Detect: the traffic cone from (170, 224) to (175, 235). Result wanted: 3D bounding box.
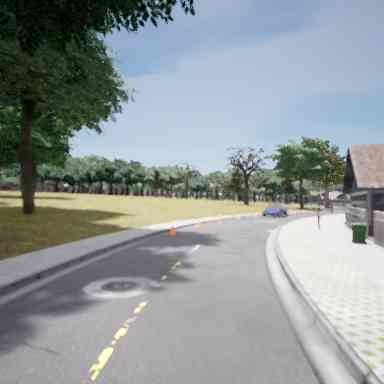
[{"bbox_3d":[-1.116,2.122,19.040,0.340,0.580,0.340,0,-1,16],"label":"traffic cone"}]

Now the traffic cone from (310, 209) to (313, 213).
[{"bbox_3d":[21.104,3.348,58.783,0.340,0.580,0.340,-1,-2,34],"label":"traffic cone"}]

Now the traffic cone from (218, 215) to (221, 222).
[{"bbox_3d":[2.390,2.317,28.769,0.340,0.580,0.340,0,-1,24],"label":"traffic cone"}]

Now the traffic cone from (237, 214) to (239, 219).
[{"bbox_3d":[4.646,2.436,33.424,0.340,0.580,0.340,-1,-2,28],"label":"traffic cone"}]

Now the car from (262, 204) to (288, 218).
[{"bbox_3d":[9.366,2.131,37.378,1.812,1.442,4.674,-1,-2,32],"label":"car"}]
